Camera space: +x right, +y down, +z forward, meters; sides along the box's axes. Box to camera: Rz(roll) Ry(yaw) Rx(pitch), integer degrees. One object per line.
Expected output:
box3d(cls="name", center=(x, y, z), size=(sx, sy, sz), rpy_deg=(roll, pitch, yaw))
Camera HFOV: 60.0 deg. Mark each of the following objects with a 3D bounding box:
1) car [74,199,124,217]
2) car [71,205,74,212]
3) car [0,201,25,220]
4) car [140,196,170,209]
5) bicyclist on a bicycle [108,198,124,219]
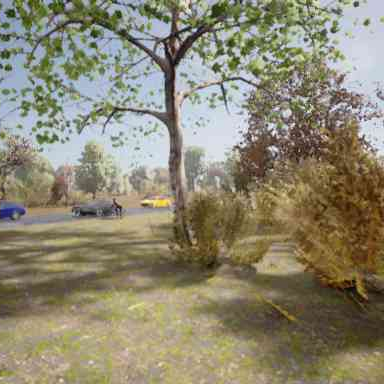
box3d(cls="car", center=(-7.894, 1.412, 29.324), size=(1.994, 1.385, 4.181), rpy_deg=(0, 0, 27))
box3d(cls="car", center=(-9.782, 1.394, 32.703), size=(1.994, 1.385, 4.181), rpy_deg=(0, 0, 27))
box3d(cls="car", center=(-14.307, 1.348, 23.762), size=(1.812, 1.442, 4.674), rpy_deg=(0, 0, 27))
box3d(cls="car", center=(-4.724, 1.316, 42.645), size=(1.882, 1.535, 5.008), rpy_deg=(0, 0, 27))
box3d(cls="bicyclist on a bicycle", center=(-5.994, 1.321, 26.122), size=(1.656, 1.620, 0.582), rpy_deg=(0, 0, 27))
